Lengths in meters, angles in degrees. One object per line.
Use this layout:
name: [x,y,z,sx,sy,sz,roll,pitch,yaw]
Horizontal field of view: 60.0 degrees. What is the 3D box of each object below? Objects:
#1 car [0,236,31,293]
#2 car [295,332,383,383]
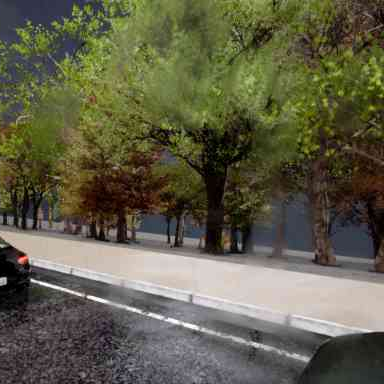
car: [-5.487,1.524,7.556,4.674,1.442,1.812,0,0,35]
car: [2.630,1.564,1.810,4.181,1.385,1.994,0,0,35]
